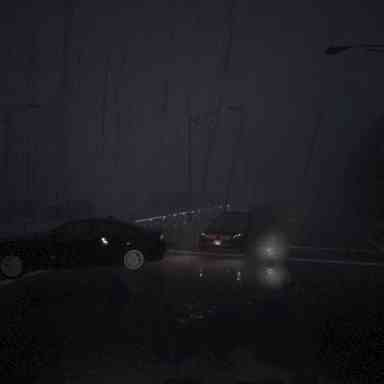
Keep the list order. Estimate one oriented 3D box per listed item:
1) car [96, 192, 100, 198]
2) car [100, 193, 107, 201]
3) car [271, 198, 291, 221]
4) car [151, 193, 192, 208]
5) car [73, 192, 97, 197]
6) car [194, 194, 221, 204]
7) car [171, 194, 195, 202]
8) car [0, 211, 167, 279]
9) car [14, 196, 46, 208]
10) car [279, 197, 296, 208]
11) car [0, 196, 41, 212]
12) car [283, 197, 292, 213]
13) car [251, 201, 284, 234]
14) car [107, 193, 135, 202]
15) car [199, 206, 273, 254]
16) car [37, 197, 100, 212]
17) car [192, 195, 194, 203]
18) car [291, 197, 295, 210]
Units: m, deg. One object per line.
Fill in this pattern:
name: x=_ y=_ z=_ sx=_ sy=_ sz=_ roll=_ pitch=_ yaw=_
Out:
car: x=-21.607 y=1.300 z=68.010 sx=3.806 sy=1.475 sz=1.970 roll=0 pitch=0 yaw=19
car: x=-19.954 y=1.016 z=70.958 sx=3.866 sy=1.878 sz=1.905 roll=0 pitch=0 yaw=19
car: x=5.967 y=1.476 z=24.877 sx=2.128 sy=1.511 sz=4.902 roll=0 pitch=0 yaw=19
car: x=-2.810 y=1.076 z=41.731 sx=4.605 sy=1.855 sz=1.932 roll=0 pitch=0 yaw=19
car: x=-18.265 y=1.250 z=53.748 sx=4.514 sy=1.523 sz=2.007 roll=0 pitch=0 yaw=19
car: x=1.869 y=1.127 z=56.723 sx=5.027 sy=1.636 sz=2.152 roll=0 pitch=0 yaw=19
car: x=-1.853 y=1.260 z=68.644 sx=4.514 sy=1.523 sz=2.007 roll=0 pitch=0 yaw=19
car: x=-3.251 y=1.475 z=9.829 sx=5.008 sy=1.535 sz=1.882 roll=0 pitch=0 yaw=-15
car: x=-21.533 y=1.274 z=44.304 sx=3.633 sy=1.501 sz=1.845 roll=0 pitch=0 yaw=19
car: x=13.716 y=1.470 z=47.584 sx=2.128 sy=1.511 sz=4.902 roll=0 pitch=0 yaw=19
car: x=-15.003 y=1.356 z=29.404 sx=3.806 sy=1.475 sz=1.970 roll=0 pitch=0 yaw=19
car: x=7.864 y=1.488 z=30.434 sx=1.837 sy=1.490 sz=4.892 roll=0 pitch=0 yaw=19
car: x=4.036 y=1.491 z=19.237 sx=1.837 sy=1.490 sz=4.892 roll=0 pitch=0 yaw=19
car: x=-13.569 y=1.047 z=65.307 sx=4.605 sy=1.855 sz=1.932 roll=0 pitch=0 yaw=19
car: x=1.871 y=1.515 z=13.836 sx=1.812 sy=1.442 sz=4.674 roll=0 pitch=0 yaw=25
car: x=-8.942 y=1.356 z=24.187 sx=3.633 sy=1.501 sz=1.845 roll=0 pitch=0 yaw=19
car: x=-2.262 y=1.054 z=44.614 sx=3.866 sy=1.878 sz=1.905 roll=0 pitch=0 yaw=19
car: x=9.924 y=1.545 z=36.465 sx=1.994 sy=1.385 sz=4.181 roll=0 pitch=0 yaw=19
